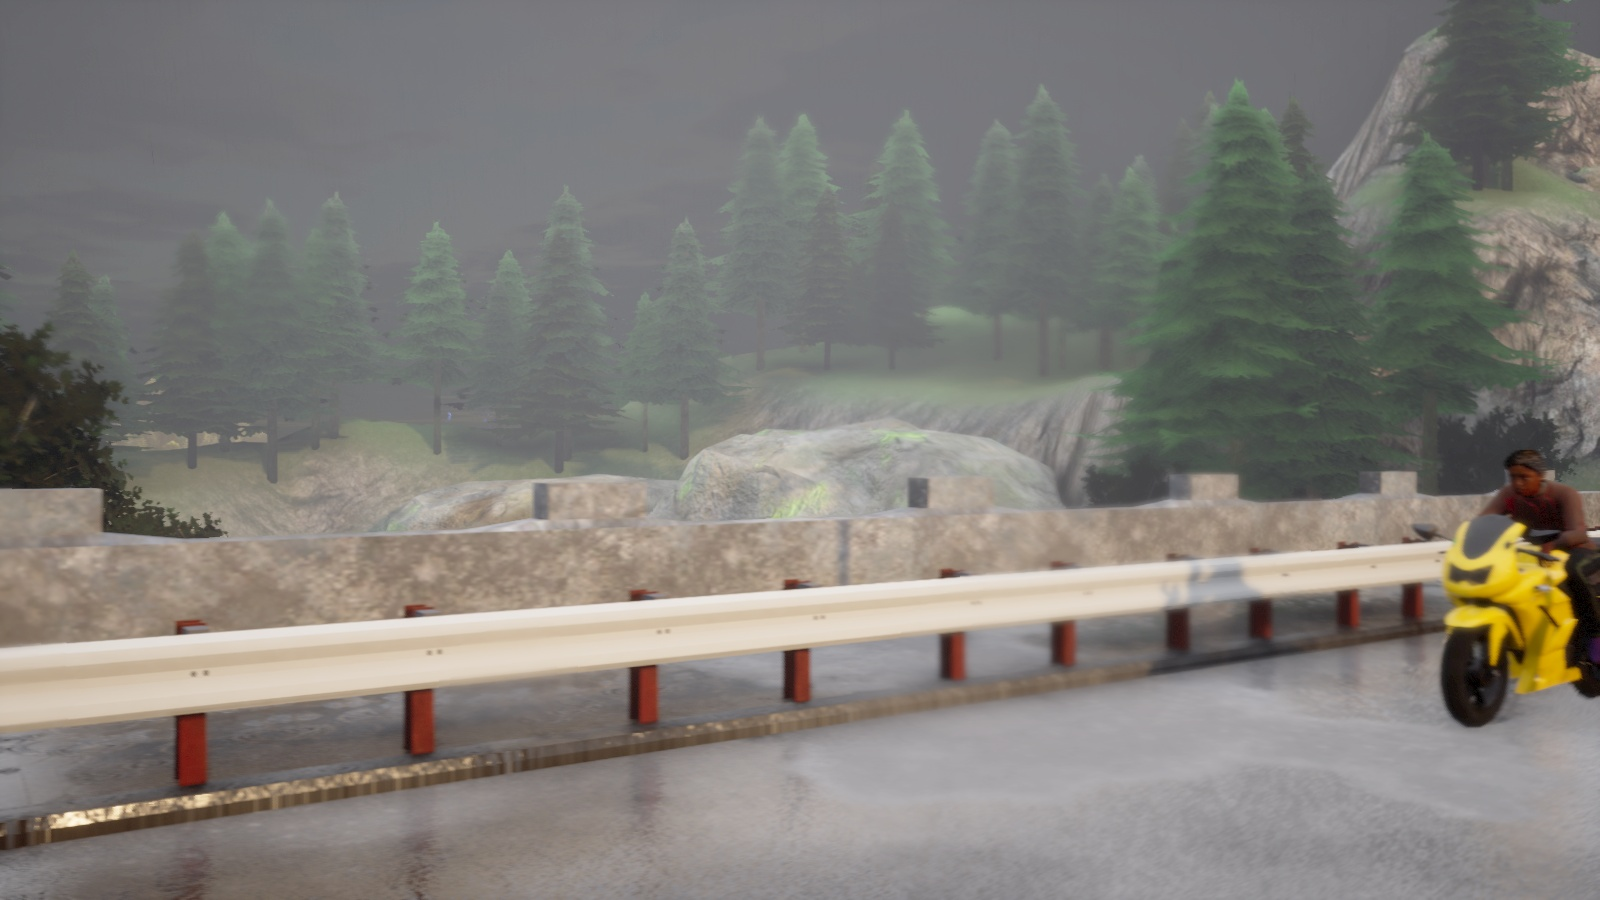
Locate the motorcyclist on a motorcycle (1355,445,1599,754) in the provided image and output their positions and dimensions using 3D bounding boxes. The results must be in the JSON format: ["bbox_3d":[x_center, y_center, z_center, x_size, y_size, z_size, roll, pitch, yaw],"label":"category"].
[{"bbox_3d":[4.104,0.735,7.112,2.044,1.523,0.797,0,0,-35],"label":"motorcyclist on a motorcycle"}]
